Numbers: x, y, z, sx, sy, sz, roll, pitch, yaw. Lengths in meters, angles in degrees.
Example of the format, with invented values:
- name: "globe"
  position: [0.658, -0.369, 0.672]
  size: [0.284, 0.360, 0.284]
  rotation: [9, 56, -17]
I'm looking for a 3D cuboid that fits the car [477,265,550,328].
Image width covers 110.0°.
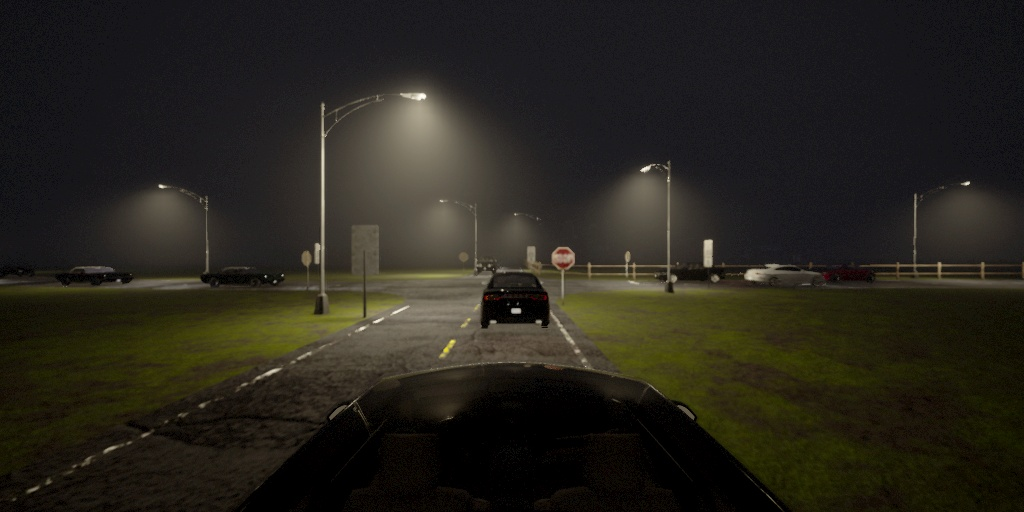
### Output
- name: "car"
  position: [0.025, 1.229, 11.470]
  size: [1.882, 1.535, 5.008]
  rotation: [0, 0, -2]

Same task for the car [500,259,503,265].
- name: "car"
  position: [-2.815, 1.330, 53.967]
  size: [1.994, 1.385, 4.181]
  rotation: [0, 0, 0]

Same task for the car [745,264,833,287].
- name: "car"
  position: [18.142, 1.279, 23.956]
  size: [4.674, 1.442, 1.812]
  rotation: [0, 1, -2]

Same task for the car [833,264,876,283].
- name: "car"
  position: [24.716, 1.284, 27.067]
  size: [4.181, 1.385, 1.994]
  rotation: [0, 1, -1]

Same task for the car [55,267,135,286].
- name: "car"
  position: [-29.778, 1.422, 25.678]
  size: [4.718, 1.301, 1.895]
  rotation: [0, 1, 13]

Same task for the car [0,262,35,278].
- name: "car"
  position: [-48.283, 1.301, 34.632]
  size: [5.008, 1.535, 1.882]
  rotation: [0, 0, 25]

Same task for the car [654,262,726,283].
- name: "car"
  position: [13.206, 1.207, 26.772]
  size: [5.008, 1.535, 1.882]
  rotation: [0, 1, 0]

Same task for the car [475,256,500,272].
- name: "car"
  position: [-2.857, 0.982, 40.762]
  size: [2.150, 2.045, 5.566]
  rotation: [0, 0, 0]

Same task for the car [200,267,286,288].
- name: "car"
  position: [-17.779, 1.393, 23.846]
  size: [4.718, 1.301, 1.895]
  rotation: [0, 1, 6]
